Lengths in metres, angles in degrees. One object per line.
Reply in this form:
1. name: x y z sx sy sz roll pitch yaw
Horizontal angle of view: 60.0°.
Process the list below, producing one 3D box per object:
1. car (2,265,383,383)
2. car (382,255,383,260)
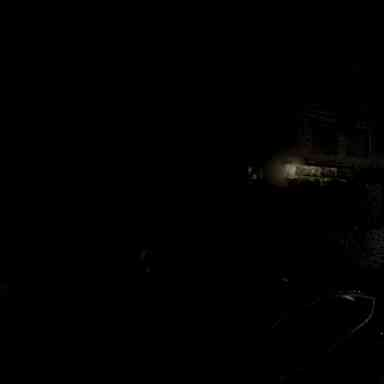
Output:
1. car: 0.416 1.562 3.144 4.313 1.339 1.947 0 0 -35
2. car: 4.923 1.567 6.340 4.313 1.339 1.947 0 0 -35
